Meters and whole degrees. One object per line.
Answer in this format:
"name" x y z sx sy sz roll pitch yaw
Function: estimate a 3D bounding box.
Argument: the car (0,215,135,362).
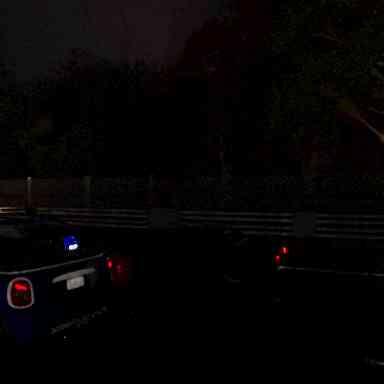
"car" -3.508 1.356 6.010 4.553 1.767 2.097 0 0 32

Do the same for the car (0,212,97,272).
"car" -5.609 1.529 11.322 4.674 1.442 1.812 0 0 30

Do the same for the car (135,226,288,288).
"car" 0.074 1.583 9.078 4.718 1.301 1.895 0 0 23
